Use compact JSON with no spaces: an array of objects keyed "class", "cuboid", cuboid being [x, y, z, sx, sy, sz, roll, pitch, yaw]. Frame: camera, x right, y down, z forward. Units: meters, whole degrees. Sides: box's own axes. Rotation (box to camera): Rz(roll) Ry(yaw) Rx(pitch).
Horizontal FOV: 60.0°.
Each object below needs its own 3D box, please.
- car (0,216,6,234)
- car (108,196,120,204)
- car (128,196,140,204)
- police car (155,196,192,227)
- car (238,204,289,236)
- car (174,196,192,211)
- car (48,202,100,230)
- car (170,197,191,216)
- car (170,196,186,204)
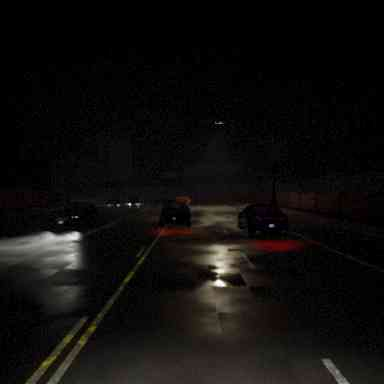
[{"class":"car","cuboid":[-10.576,1.467,15.394,1.994,1.385,4.181,0,0,0]},{"class":"car","cuboid":[-13.518,1.379,57.616,1.812,1.442,4.674,0,-1,-13]},{"class":"car","cuboid":[-10.625,1.427,60.607,1.837,1.490,4.892,0,-2,-14]},{"class":"police car","cuboid":[-1.016,1.291,21.684,1.930,1.638,5.238,0,0,0]},{"class":"car","cuboid":[3.629,1.368,17.639,1.882,1.535,5.008,0,0,0]},{"class":"car","cuboid":[-1.058,1.246,37.602,1.882,1.535,5.008,0,0,-2]},{"class":"car","cuboid":[-7.075,1.364,20.375,2.128,1.511,4.902,0,0,0]},{"class":"car","cuboid":[-1.001,1.282,31.577,1.882,1.535,5.008,0,0,0]},{"class":"car","cuboid":[-2.474,1.408,57.440,1.994,1.385,4.181,0,-1,-15]}]
